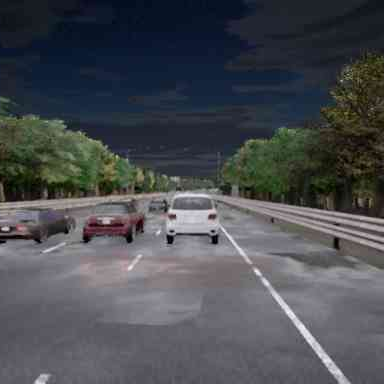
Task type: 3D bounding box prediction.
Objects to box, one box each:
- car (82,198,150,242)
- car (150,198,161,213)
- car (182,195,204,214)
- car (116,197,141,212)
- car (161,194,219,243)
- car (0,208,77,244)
[{"bbox_3d":[-3.461,1.223,15.599,2.097,1.767,4.553,0,0,0],"label":"car"},{"bbox_3d":[-3.395,1.330,35.133,2.128,1.511,4.902,0,0,0],"label":"car"},{"bbox_3d":[0.100,1.190,33.943,2.097,1.767,4.553,0,0,0],"label":"car"},{"bbox_3d":[-6.890,1.360,36.451,1.812,1.442,4.674,0,0,0],"label":"car"},{"bbox_3d":[0.040,1.096,15.336,2.150,2.045,5.566,0,0,1],"label":"car"},{"bbox_3d":[-6.964,1.421,14.972,2.033,1.411,5.357,0,0,1],"label":"car"}]
